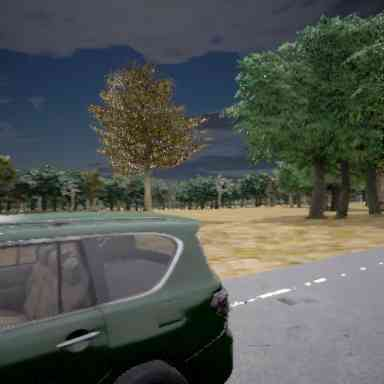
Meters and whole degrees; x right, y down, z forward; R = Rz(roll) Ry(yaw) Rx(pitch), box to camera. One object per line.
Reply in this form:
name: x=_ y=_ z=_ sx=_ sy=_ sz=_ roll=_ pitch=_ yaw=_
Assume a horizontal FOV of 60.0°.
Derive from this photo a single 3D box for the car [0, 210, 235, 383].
car: x=-2.187 y=1.225 z=2.461 sx=5.566 sy=2.045 sz=2.150 roll=0 pitch=0 yaw=-36
